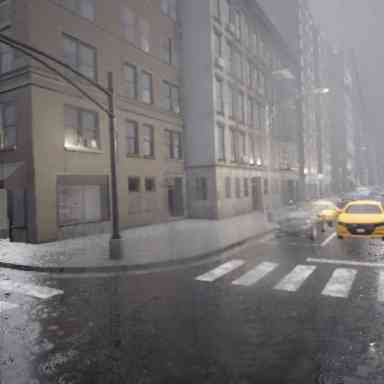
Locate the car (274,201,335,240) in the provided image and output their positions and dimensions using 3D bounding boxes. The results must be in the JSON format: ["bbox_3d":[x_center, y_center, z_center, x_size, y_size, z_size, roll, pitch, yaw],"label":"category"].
[{"bbox_3d":[5.109,1.325,15.485,2.008,1.369,4.403,-2,0,31],"label":"car"}]

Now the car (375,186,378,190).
[{"bbox_3d":[38.031,-0.046,71.369,2.008,1.369,4.403,-2,0,31],"label":"car"}]

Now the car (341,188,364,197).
[{"bbox_3d":[16.079,0.757,34.113,1.967,1.590,4.097,-2,0,31],"label":"car"}]

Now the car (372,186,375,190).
[{"bbox_3d":[29.792,0.061,57.397,2.192,1.841,5.009,-2,0,31],"label":"car"}]

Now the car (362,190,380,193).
[{"bbox_3d":[17.880,0.821,32.096,1.994,1.385,4.181,-2,0,31],"label":"car"}]

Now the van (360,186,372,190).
[{"bbox_3d":[27.049,0.201,52.740,1.690,1.788,3.998,-2,0,31],"label":"van"}]

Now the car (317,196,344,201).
[{"bbox_3d":[7.765,1.189,19.996,1.752,1.417,4.829,-2,0,31],"label":"car"}]

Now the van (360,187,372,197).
[{"bbox_3d":[32.536,-0.027,62.054,1.690,1.788,3.998,-2,0,31],"label":"van"}]

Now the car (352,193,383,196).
[{"bbox_3d":[12.785,1.017,23.481,2.033,1.411,5.357,-2,0,31],"label":"car"}]

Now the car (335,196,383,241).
[{"bbox_3d":[7.754,1.157,14.980,1.882,1.535,5.008,-2,0,31],"label":"car"}]

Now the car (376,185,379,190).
[{"bbox_3d":[40.766,-0.396,76.025,2.192,1.841,5.009,-2,0,31],"label":"car"}]
